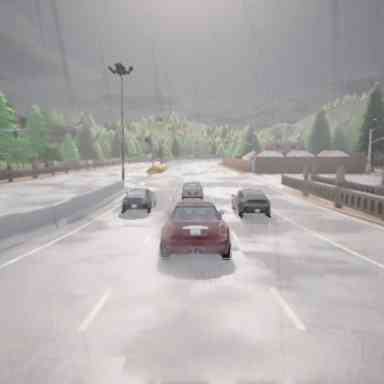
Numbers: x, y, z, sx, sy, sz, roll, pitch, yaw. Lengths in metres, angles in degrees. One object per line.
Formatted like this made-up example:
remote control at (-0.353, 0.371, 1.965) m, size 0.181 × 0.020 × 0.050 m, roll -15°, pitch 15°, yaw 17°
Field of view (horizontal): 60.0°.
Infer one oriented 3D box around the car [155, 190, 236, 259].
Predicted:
car at (0.097, 1.043, 11.569) m, size 2.097 × 1.767 × 4.553 m, roll 0°, pitch 3°, yaw 0°

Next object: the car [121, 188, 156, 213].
car at (-3.438, 0.457, 21.955) m, size 1.812 × 1.442 × 4.674 m, roll 0°, pitch 5°, yaw 0°

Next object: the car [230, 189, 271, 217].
car at (3.568, 0.564, 20.580) m, size 1.837 × 1.490 × 4.892 m, roll 0°, pitch 5°, yaw 0°

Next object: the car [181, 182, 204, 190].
car at (0.035, -0.131, 27.644) m, size 2.033 × 1.411 × 5.357 m, roll 0°, pitch 6°, yaw 0°
